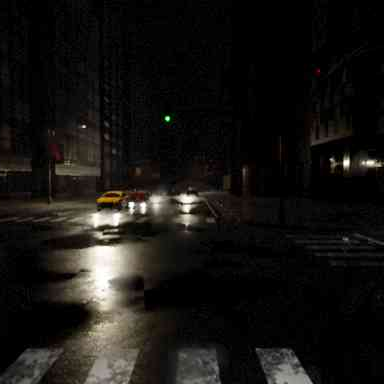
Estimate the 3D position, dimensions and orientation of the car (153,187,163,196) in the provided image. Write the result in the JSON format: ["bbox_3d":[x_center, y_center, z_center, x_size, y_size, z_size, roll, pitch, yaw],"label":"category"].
[{"bbox_3d":[-6.435,-0.170,60.805,1.882,1.535,5.008,0,1,0],"label":"car"}]

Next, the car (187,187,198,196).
[{"bbox_3d":[0.074,-0.054,57.035,2.128,1.511,4.902,0,2,0],"label":"car"}]

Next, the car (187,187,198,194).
[{"bbox_3d":[0.088,-0.260,67.454,1.994,1.385,4.181,0,2,0],"label":"car"}]

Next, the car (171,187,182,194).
[{"bbox_3d":[-3.162,-0.260,67.458,1.994,1.385,4.181,0,2,0],"label":"car"}]

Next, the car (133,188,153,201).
[{"bbox_3d":[-6.530,0.453,42.291,1.895,1.301,4.718,0,2,1],"label":"car"}]

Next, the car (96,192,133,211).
[{"bbox_3d":[-6.552,0.717,27.932,1.882,1.535,5.008,0,2,0],"label":"car"}]

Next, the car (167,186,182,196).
[{"bbox_3d":[-3.176,-0.203,57.388,2.097,1.767,4.553,0,2,0],"label":"car"}]
